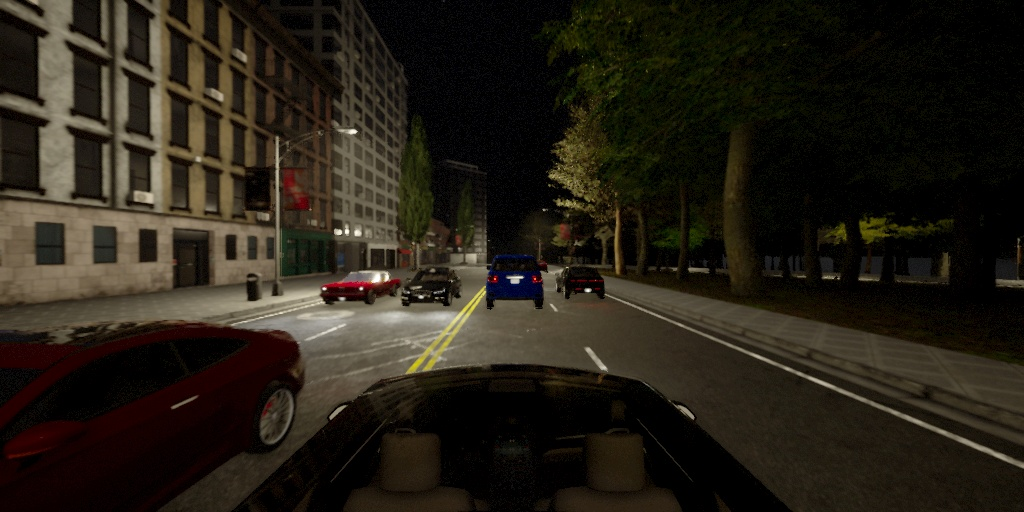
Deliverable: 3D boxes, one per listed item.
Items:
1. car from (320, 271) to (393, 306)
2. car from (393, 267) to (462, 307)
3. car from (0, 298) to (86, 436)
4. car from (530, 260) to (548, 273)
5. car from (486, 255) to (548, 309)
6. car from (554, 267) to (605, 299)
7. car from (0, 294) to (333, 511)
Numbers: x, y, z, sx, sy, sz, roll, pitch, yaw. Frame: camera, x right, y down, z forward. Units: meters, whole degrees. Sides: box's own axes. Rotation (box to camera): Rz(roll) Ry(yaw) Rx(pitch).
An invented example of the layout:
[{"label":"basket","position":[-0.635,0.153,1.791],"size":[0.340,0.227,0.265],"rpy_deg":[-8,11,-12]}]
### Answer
[{"label":"car","position":[-6.575,1.358,16.097],"size":[1.895,1.301,4.718],"rpy_deg":[0,0,0]},{"label":"car","position":[-3.328,1.261,15.582],"size":[1.837,1.490,4.892],"rpy_deg":[0,0,0]},{"label":"car","position":[-6.610,1.276,2.450],"size":[1.812,1.442,4.674],"rpy_deg":[0,0,0]},{"label":"car","position":[3.341,1.291,44.734],"size":[1.882,1.535,5.008],"rpy_deg":[0,0,0]},{"label":"car","position":[0.086,0.977,15.159],"size":[2.150,2.045,5.566],"rpy_deg":[0,0,0]},{"label":"car","position":[3.346,1.264,18.184],"size":[1.837,1.490,4.892],"rpy_deg":[0,0,0]},{"label":"car","position":[-3.328,1.276,2.432],"size":[1.812,1.442,4.674],"rpy_deg":[0,0,0]}]
